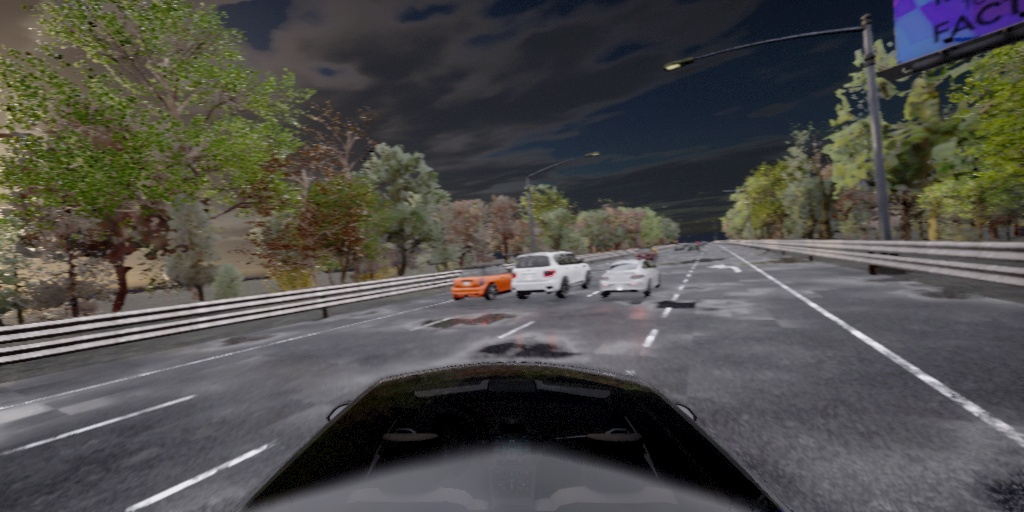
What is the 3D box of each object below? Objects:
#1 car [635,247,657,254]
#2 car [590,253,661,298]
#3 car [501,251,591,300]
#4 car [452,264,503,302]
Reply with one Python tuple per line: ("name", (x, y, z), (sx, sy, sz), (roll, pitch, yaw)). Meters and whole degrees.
("car", (15.360, -0.181, 40.989), (2.097, 1.767, 4.553), (-5, 0, 29))
("car", (5.019, 0.850, 15.091), (1.812, 1.442, 4.674), (-5, 0, 29))
("car", (2.002, 0.815, 16.883), (2.150, 2.045, 5.566), (-5, 0, 29))
("car", (-1.064, 1.220, 18.536), (2.097, 1.767, 4.553), (-5, 0, 29))
